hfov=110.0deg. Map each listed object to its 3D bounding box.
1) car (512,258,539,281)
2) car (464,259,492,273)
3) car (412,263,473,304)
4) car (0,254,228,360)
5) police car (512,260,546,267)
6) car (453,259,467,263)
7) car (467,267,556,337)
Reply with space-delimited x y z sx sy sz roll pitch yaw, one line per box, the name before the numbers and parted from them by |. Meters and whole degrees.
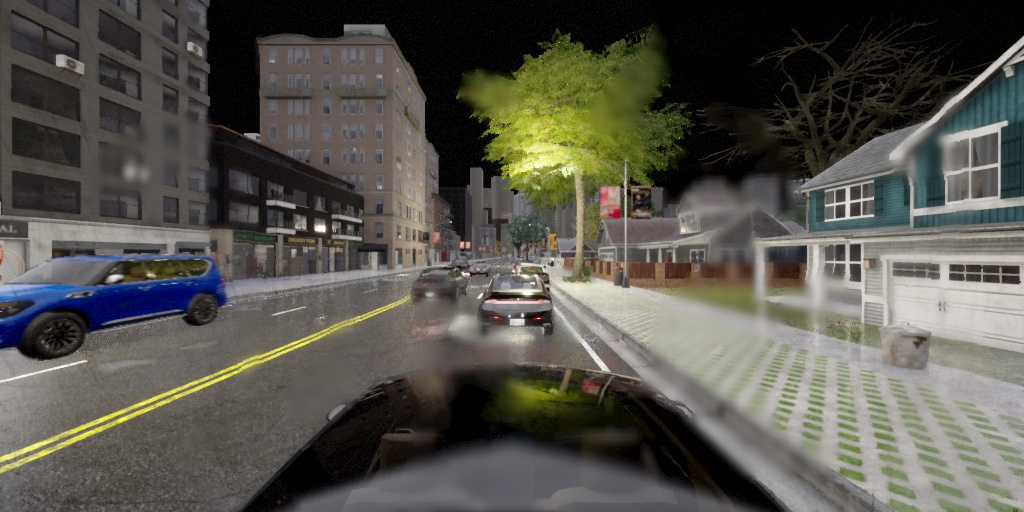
car | 1.082 1.081 30.424 2.097 1.767 4.553 0 0 0
car | -3.028 1.273 34.755 2.033 1.411 5.357 0 0 0
car | -3.096 1.249 16.236 1.837 1.490 4.892 0 0 0
car | -9.823 0.970 8.715 2.150 2.045 5.566 0 0 0
police car | 1.045 1.165 20.564 1.930 1.638 5.238 0 0 0
car | -6.444 1.318 43.302 1.895 1.301 4.718 0 0 0
car | 0.131 1.239 10.315 2.128 1.511 4.902 0 0 0
